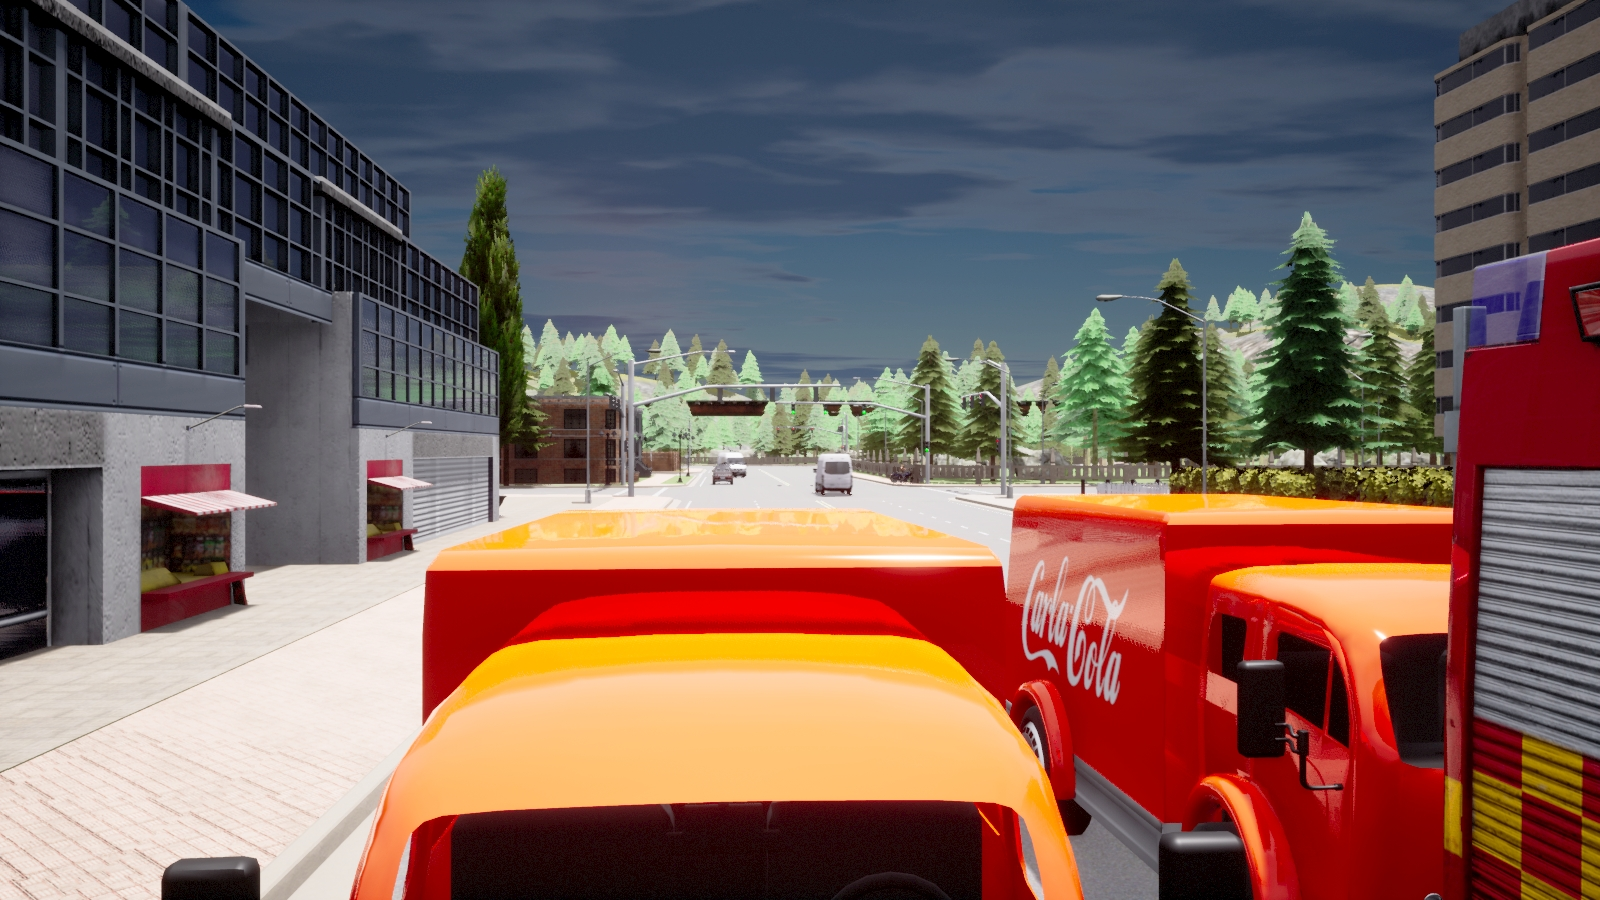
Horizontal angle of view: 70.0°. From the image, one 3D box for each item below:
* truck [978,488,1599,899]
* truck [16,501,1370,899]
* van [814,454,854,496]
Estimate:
[{"bbox_3d":[3.003,1.568,7.234,2.627,2.467,5.204,0,0,-4],"label":"truck"},{"bbox_3d":[-0.347,1.568,4.821,2.627,2.467,5.204,0,0,-4],"label":"truck"},{"bbox_3d":[2.103,1.534,72.870,1.988,2.561,5.915,0,0,-4],"label":"van"}]
